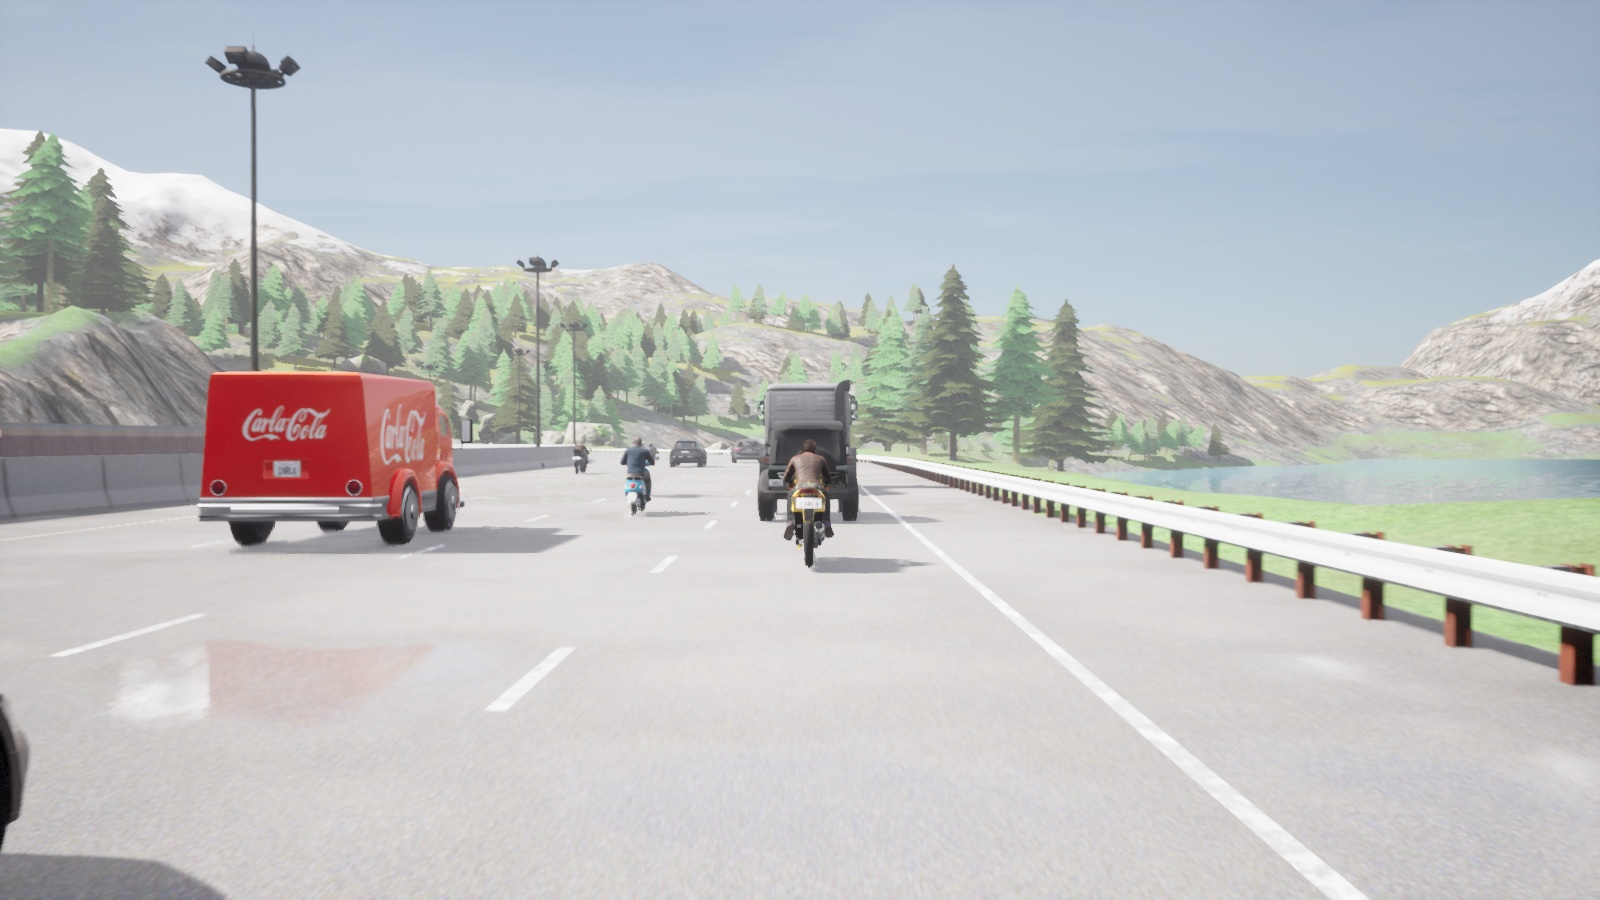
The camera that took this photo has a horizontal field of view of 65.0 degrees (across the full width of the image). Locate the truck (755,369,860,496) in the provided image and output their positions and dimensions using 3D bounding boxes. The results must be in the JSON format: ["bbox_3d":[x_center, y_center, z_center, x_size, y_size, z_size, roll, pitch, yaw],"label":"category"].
[{"bbox_3d":[0.230,-0.504,38.335,2.891,3.462,7.936,0,0,0],"label":"truck"}]

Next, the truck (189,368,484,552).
[{"bbox_3d":[-6.876,0.118,19.458,2.627,2.467,5.204,0,0,0],"label":"truck"}]

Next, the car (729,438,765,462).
[{"bbox_3d":[-3.732,-0.030,88.020,2.242,1.667,4.611,0,0,-5],"label":"car"}]

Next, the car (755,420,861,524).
[{"bbox_3d":[0.153,0.371,24.580,1.905,1.878,3.866,0,1,0],"label":"car"}]

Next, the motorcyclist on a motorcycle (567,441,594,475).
[{"bbox_3d":[-10.159,0.365,58.216,0.866,1.530,2.191,0,0,0],"label":"motorcyclist on a motorcycle"}]

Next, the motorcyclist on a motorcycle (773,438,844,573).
[{"bbox_3d":[0.100,0.622,15.183,0.797,1.523,2.044,0,0,0],"label":"motorcyclist on a motorcycle"}]

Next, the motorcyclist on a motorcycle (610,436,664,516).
[{"bbox_3d":[-3.339,0.515,25.933,0.866,1.590,1.817,0,0,0],"label":"motorcyclist on a motorcycle"}]

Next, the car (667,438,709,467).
[{"bbox_3d":[-6.599,0.149,74.455,2.033,1.649,4.856,0,0,0],"label":"car"}]

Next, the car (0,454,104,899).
[{"bbox_3d":[-3.472,0.753,2.268,1.812,1.442,4.674,0,0,0],"label":"car"}]
